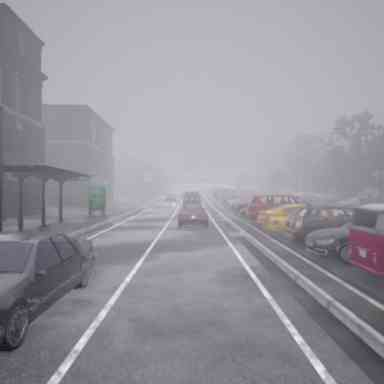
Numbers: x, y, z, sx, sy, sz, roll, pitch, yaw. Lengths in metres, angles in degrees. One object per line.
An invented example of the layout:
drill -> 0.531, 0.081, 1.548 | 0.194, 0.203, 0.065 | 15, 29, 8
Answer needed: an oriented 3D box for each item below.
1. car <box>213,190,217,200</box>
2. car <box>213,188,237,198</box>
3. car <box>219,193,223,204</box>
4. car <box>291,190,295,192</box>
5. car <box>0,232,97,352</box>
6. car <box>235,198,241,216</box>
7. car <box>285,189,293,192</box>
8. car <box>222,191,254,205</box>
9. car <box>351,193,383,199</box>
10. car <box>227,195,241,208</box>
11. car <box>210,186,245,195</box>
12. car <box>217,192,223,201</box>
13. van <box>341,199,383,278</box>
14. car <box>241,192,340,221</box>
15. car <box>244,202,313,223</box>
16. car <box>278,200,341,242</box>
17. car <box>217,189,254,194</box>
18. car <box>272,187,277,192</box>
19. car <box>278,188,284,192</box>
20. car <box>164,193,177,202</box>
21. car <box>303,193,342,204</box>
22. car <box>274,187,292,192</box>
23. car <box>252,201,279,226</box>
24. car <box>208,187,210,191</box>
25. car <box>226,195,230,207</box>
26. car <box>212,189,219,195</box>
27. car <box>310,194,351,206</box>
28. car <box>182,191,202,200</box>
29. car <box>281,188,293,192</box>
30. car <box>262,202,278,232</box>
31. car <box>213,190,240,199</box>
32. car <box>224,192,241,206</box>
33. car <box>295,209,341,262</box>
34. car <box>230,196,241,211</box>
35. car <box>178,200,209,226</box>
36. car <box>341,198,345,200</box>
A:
car -> 6.480, 0.854, 55.598 | 4.792, 1.488, 2.163 | 0, 2, 0
car -> 6.594, 0.194, 66.721 | 4.553, 1.767, 2.185 | 0, 3, 0
car -> 6.483, 1.196, 44.446 | 4.792, 1.488, 2.163 | 0, 1, 0
car -> 19.560, 0.845, 55.715 | 4.792, 1.488, 2.163 | 0, 2, 0
car -> -3.354, 1.528, 6.373 | 2.033, 1.411, 5.357 | 0, 0, 0
car -> 6.343, 1.452, 27.726 | 4.792, 1.488, 2.163 | 0, 0, 0
car -> 19.788, 0.706, 58.366 | 5.366, 1.575, 1.946 | 0, 3, 0
car -> 6.472, 1.105, 41.655 | 4.553, 1.767, 2.185 | 0, 1, 0
car -> 19.508, 1.115, 33.405 | 5.566, 2.045, 2.435 | 0, 1, 0
car -> 6.393, 1.370, 33.302 | 5.008, 1.535, 2.097 | 0, 1, 0
car -> 6.564, 0.340, 61.149 | 5.566, 2.045, 2.435 | 0, 3, 0
car -> 6.439, 1.123, 47.233 | 4.792, 1.488, 2.163 | 0, 2, 0
van -> 6.393, 1.268, 8.240 | 4.442, 1.987, 1.878 | 0, 0, 0
car -> 6.373, 1.195, 22.157 | 5.566, 2.045, 2.435 | 0, 0, 0
car -> 6.356, 1.477, 24.941 | 4.674, 1.452, 2.002 | 0, 0, 0
car -> 6.273, 1.349, 13.933 | 4.553, 1.767, 2.185 | 0, 0, 0
car -> 6.450, 0.887, 50.015 | 4.553, 1.767, 2.185 | 0, 2, 0
car -> 19.660, 0.200, 69.640 | 4.674, 1.452, 2.002 | 0, 3, 0
car -> 19.658, 0.485, 63.950 | 4.792, 1.488, 2.163 | 0, 3, 0
car -> -3.396, 0.912, 54.287 | 2.033, 1.411, 5.357 | 0, 2, 0
car -> 19.557, 1.005, 50.136 | 5.008, 1.535, 2.097 | 0, 2, 0
car -> 19.647, 0.348, 66.859 | 4.674, 1.452, 2.002 | 0, 3, 0
car -> 6.326, 1.456, 19.374 | 5.008, 1.535, 2.097 | 0, 0, 0
car -> 6.561, 0.054, 72.291 | 4.792, 1.488, 2.163 | 0, 3, 0
car -> 6.416, 1.372, 36.092 | 4.674, 1.452, 2.002 | 0, 1, 0
car -> 6.516, 0.714, 58.374 | 4.892, 1.521, 2.231 | 0, 2, 0
car -> 19.542, 1.091, 47.219 | 4.892, 1.521, 2.231 | 0, 2, 0
car -> 0.018, 0.917, 40.940 | 2.150, 2.045, 5.566 | 0, 1, 0
car -> 19.801, 0.583, 61.159 | 5.366, 1.575, 1.946 | 0, 3, 0
car -> 6.503, 1.463, 16.590 | 5.366, 1.575, 1.946 | 0, 0, 0
car -> 6.544, 0.460, 63.952 | 5.008, 1.535, 2.097 | 0, 3, 0
car -> 6.458, 1.160, 38.876 | 4.553, 1.767, 2.185 | 0, 1, 0
car -> 6.297, 1.486, 11.025 | 4.892, 1.521, 2.231 | 0, 0, 0
car -> 6.381, 1.400, 30.513 | 5.008, 1.535, 2.097 | 0, 1, 0
car -> 0.072, 1.485, 22.431 | 1.994, 1.385, 4.181 | 0, 0, 0
car -> 19.499, 1.327, 36.197 | 5.008, 1.535, 2.097 | 0, 1, 0
